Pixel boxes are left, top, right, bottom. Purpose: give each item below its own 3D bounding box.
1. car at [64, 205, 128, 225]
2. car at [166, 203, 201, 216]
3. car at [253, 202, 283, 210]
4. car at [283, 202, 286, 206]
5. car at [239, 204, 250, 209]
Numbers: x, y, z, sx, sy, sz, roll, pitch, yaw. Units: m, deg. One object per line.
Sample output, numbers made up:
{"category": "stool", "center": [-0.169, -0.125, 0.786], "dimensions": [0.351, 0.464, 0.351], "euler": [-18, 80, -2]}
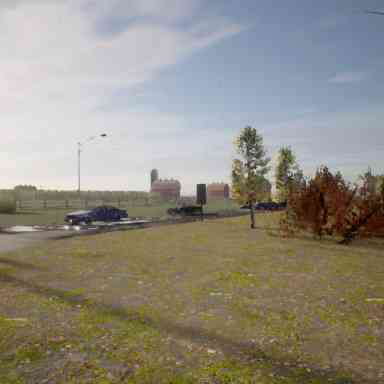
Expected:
{"category": "car", "center": [-7.507, 1.763, 26.737], "dimensions": [2.033, 1.411, 5.357], "euler": [-1, -1, 32]}
{"category": "car", "center": [-0.882, 1.933, 37.305], "dimensions": [1.895, 1.301, 4.718], "euler": [-1, -1, 32]}
{"category": "car", "center": [11.453, 1.649, 50.322], "dimensions": [2.150, 2.045, 5.566], "euler": [-1, -1, 32]}
{"category": "car", "center": [16.934, 2.059, 59.313], "dimensions": [1.812, 1.442, 4.674], "euler": [-1, -1, 31]}
{"category": "car", "center": [9.202, 2.023, 53.473], "dimensions": [1.837, 1.490, 4.892], "euler": [-1, -2, 32]}
